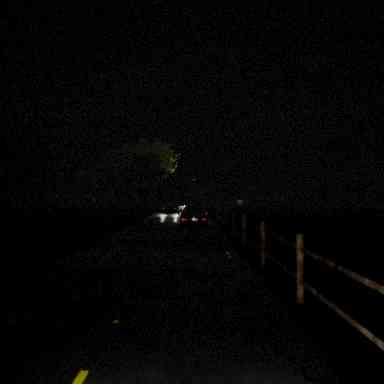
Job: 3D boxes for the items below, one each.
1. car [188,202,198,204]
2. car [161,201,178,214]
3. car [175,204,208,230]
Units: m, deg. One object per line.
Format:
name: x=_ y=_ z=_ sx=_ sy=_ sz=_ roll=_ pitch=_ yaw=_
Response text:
car: x=0.127 y=1.976 z=41.356 sx=1.994 sy=1.385 sz=4.181 roll=0 pitch=-1 yaw=0
car: x=-2.723 y=1.892 z=41.529 sx=1.882 sy=1.535 sz=5.008 roll=0 pitch=-1 yaw=0
car: x=0.113 y=1.770 z=23.007 sx=2.033 sy=1.411 sz=5.357 roll=0 pitch=0 yaw=0
